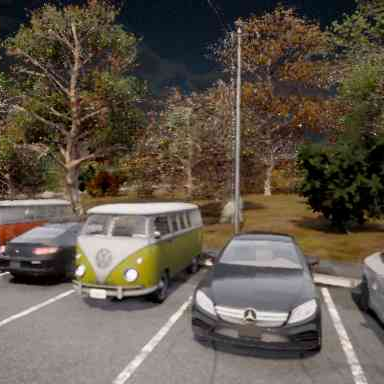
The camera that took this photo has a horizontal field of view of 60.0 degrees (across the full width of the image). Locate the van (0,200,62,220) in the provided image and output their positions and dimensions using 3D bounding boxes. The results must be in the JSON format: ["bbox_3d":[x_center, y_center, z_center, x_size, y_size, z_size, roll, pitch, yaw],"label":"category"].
[{"bbox_3d":[-5.809,1.273,11.709,1.878,1.987,4.442,0,-1,15],"label":"van"}]

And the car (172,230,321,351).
[{"bbox_3d":[1.355,1.528,6.465,2.002,1.452,4.674,1,-1,16],"label":"car"}]

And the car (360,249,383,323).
[{"bbox_3d":[3.755,1.527,4.756,2.002,1.452,4.674,1,-1,15],"label":"car"}]

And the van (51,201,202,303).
[{"bbox_3d":[-1.069,1.262,8.063,1.878,1.987,4.442,1,-1,15],"label":"van"}]

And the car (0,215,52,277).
[{"bbox_3d":[-3.447,1.531,9.882,2.002,1.452,4.674,0,-1,15],"label":"car"}]
